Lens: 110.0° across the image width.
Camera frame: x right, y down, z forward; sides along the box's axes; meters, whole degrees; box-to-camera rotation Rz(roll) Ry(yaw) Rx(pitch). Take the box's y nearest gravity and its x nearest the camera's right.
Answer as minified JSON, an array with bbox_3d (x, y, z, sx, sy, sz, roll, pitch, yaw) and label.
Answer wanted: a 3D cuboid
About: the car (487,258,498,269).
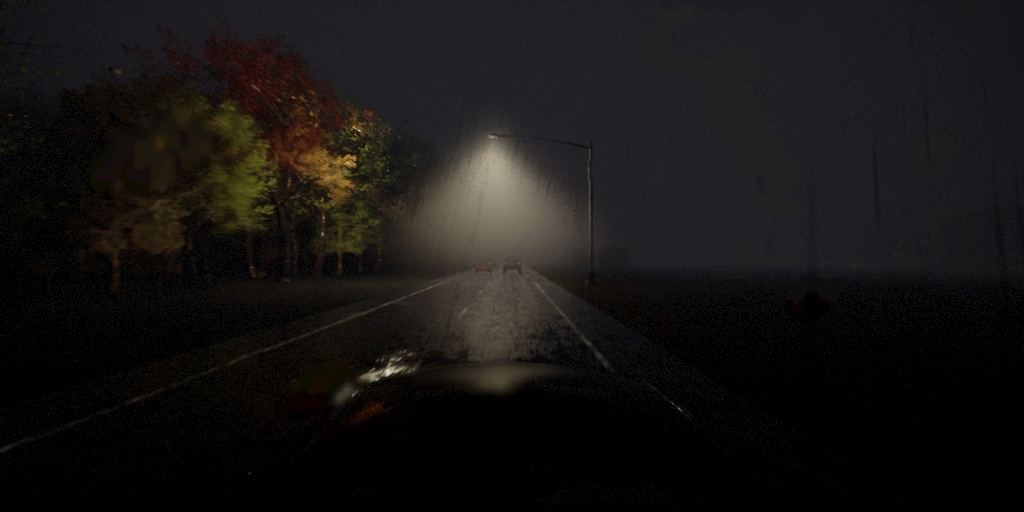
[{"bbox_3d":[-3.455,1.164,59.691,2.097,1.767,4.553,0,0,1],"label":"car"}]

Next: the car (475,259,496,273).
[{"bbox_3d":[-3.491,1.364,45.429,1.994,1.385,4.181,0,0,0],"label":"car"}]

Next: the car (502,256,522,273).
[{"bbox_3d":[0.006,1.022,44.292,2.150,2.045,5.566,0,0,0],"label":"car"}]
